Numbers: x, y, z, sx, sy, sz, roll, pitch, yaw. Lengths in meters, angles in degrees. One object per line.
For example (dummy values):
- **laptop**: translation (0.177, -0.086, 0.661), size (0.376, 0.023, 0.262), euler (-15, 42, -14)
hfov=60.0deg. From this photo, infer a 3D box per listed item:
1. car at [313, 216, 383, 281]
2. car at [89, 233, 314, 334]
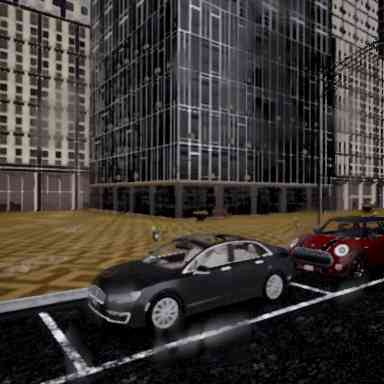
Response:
- **car**: translation (4.706, 1.475, 9.913), size (4.097, 1.590, 1.967), euler (0, 0, -35)
- **car**: translation (0.200, 1.565, 6.701), size (4.403, 1.369, 2.008), euler (0, 0, -35)
